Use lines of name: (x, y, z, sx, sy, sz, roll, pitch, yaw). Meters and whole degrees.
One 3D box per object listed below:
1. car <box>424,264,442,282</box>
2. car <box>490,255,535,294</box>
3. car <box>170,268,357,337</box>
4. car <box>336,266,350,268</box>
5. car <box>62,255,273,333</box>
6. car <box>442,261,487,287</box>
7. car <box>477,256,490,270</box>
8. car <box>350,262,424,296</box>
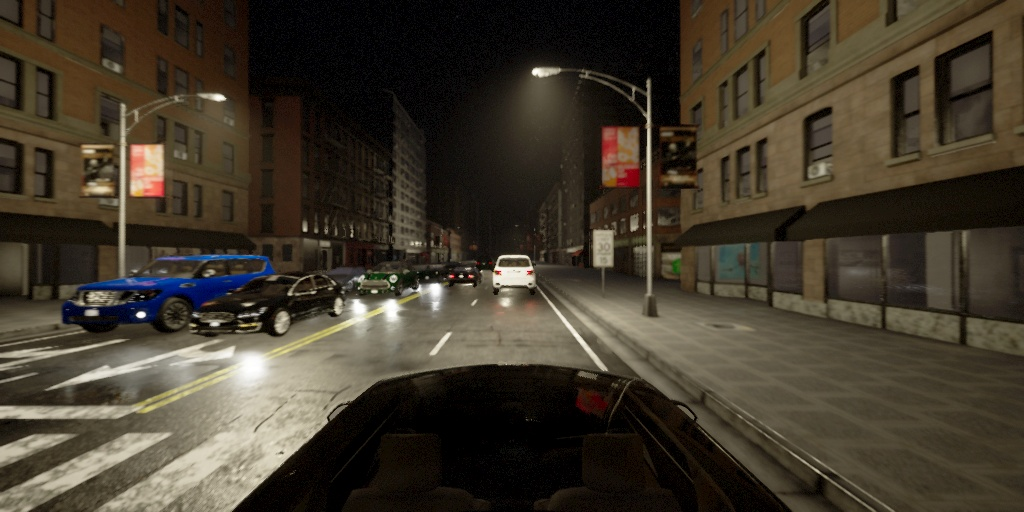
car: (-6.487, 1.368, 29.659, 1.895, 1.301, 4.718, 0, 0, 0)
car: (0.108, 0.984, 20.278, 2.150, 2.045, 5.566, 0, 0, 0)
car: (-6.586, 1.262, 10.391, 1.837, 1.490, 4.892, 0, 0, 0)
car: (-9.792, 1.311, 21.416, 2.033, 1.411, 5.357, 0, 0, 0)
car: (-9.834, 0.980, 11.168, 2.150, 2.045, 5.566, 0, 0, 0)
car: (-3.139, 1.311, 24.720, 2.033, 1.411, 5.357, 0, 0, 0)
car: (-3.195, 0.998, 43.803, 2.150, 2.045, 5.566, 0, 0, 0)
car: (-6.560, 1.114, 19.386, 2.097, 1.767, 4.553, 0, 0, 0)
